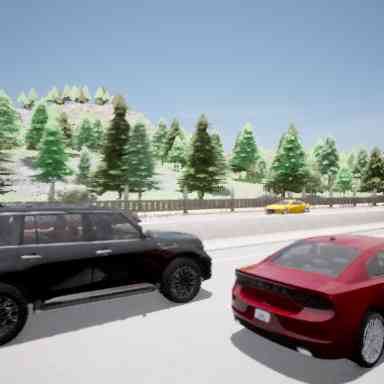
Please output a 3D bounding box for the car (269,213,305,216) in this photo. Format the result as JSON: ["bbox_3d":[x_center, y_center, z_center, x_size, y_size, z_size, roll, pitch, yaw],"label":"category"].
[{"bbox_3d":[9.288,1.520,32.116,5.008,1.535,1.882,0,0,-35],"label":"car"}]

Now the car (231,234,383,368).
[{"bbox_3d":[2.948,1.487,5.851,5.008,1.535,1.882,0,0,-36],"label":"car"}]

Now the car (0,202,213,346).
[{"bbox_3d":[-2.189,1.224,6.485,5.566,2.045,2.150,0,0,-36],"label":"car"}]

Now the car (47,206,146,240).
[{"bbox_3d":[-4.969,1.535,17.629,4.674,1.442,1.812,0,0,-36],"label":"car"}]

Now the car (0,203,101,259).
[{"bbox_3d":[-6.036,1.355,12.581,4.553,1.767,2.097,0,0,-35],"label":"car"}]
